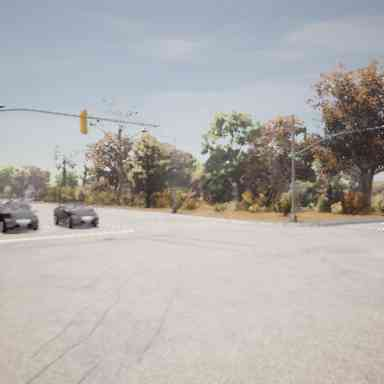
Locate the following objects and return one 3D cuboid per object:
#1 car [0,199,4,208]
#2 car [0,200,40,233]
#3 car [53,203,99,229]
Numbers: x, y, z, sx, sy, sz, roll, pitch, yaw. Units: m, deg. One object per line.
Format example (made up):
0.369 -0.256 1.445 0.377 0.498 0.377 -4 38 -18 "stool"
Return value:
-29.618 1.690 49.590 1.895 1.301 4.718 0 0 -39 "car"
-10.462 1.483 19.739 2.128 1.511 4.902 0 0 -37 "car"
-7.689 1.476 21.871 2.128 1.511 4.902 0 0 -37 "car"
